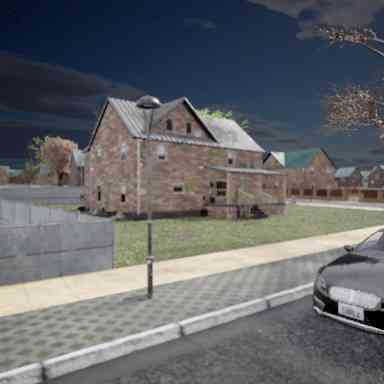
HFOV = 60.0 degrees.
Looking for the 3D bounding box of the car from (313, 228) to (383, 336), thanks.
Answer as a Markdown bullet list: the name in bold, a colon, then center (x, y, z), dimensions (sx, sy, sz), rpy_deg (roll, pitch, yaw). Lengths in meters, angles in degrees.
- **car**: center (4.234, 1.420, 6.244), dimensions (4.902, 1.511, 2.128), rpy_deg (-1, 0, -37)
